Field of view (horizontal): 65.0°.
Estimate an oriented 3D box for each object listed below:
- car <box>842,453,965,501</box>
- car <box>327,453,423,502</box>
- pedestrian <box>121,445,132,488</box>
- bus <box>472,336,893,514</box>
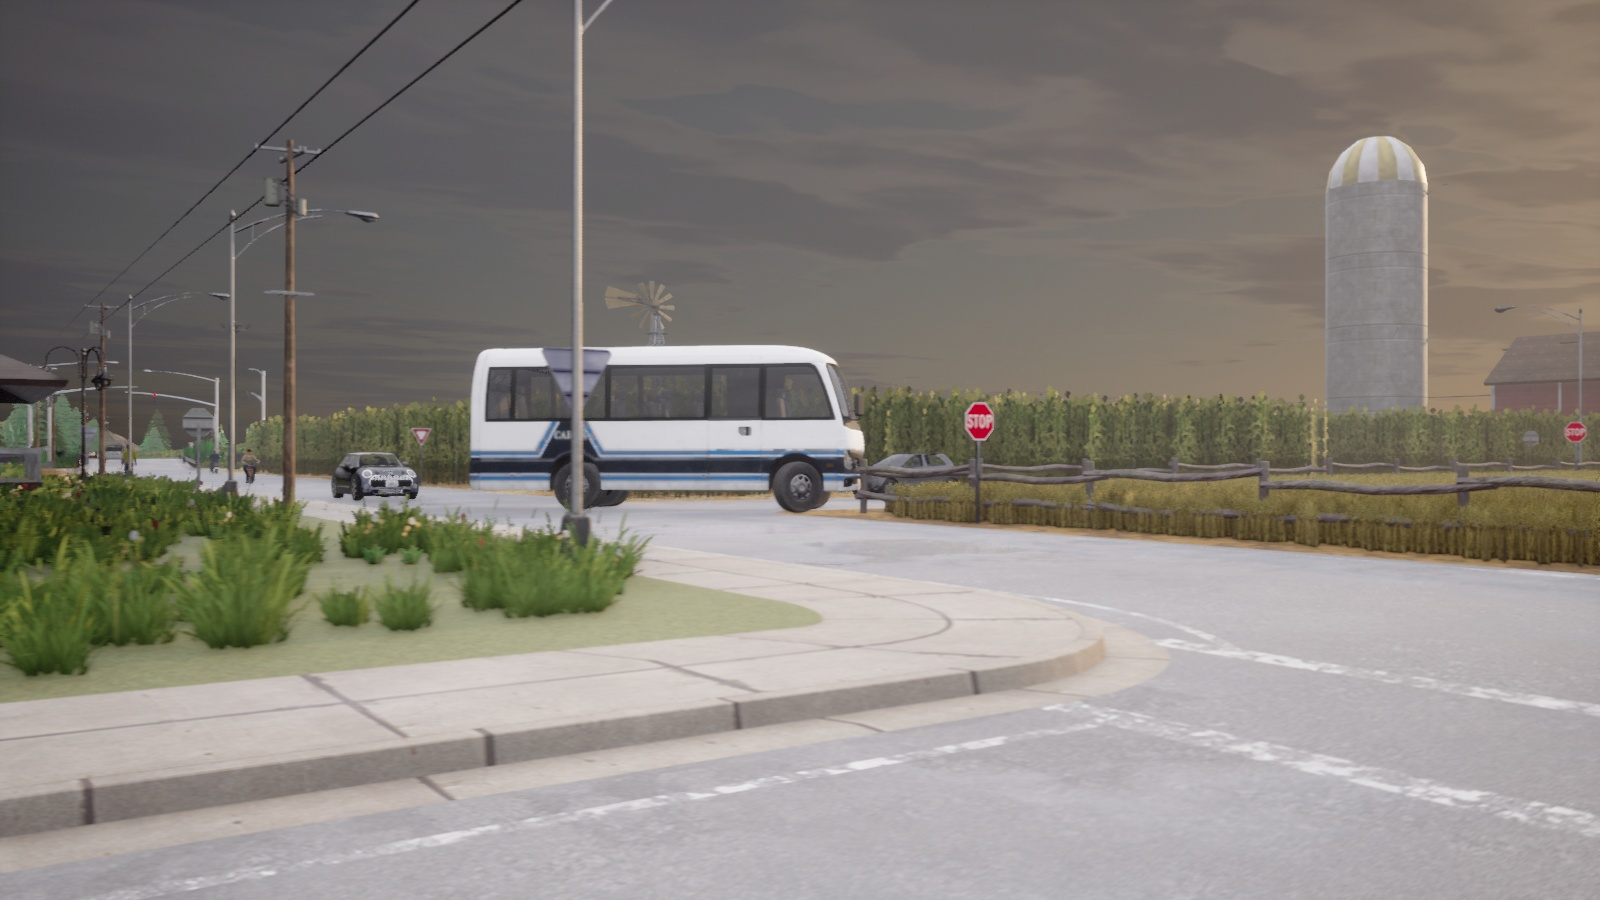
[{"bbox_3d":[3.375,0.844,40.737,3.633,1.501,1.845,0,0,-34],"label":"car"},{"bbox_3d":[-13.491,0.833,39.742,1.970,1.475,3.806,0,0,-34],"label":"car"},{"bbox_3d":[-28.393,0.689,52.955,0.354,1.836,0.706,0,0,-32],"label":"pedestrian"},{"bbox_3d":[-2.871,-0.558,32.797,10.273,4.253,3.944,0,0,8],"label":"bus"}]
